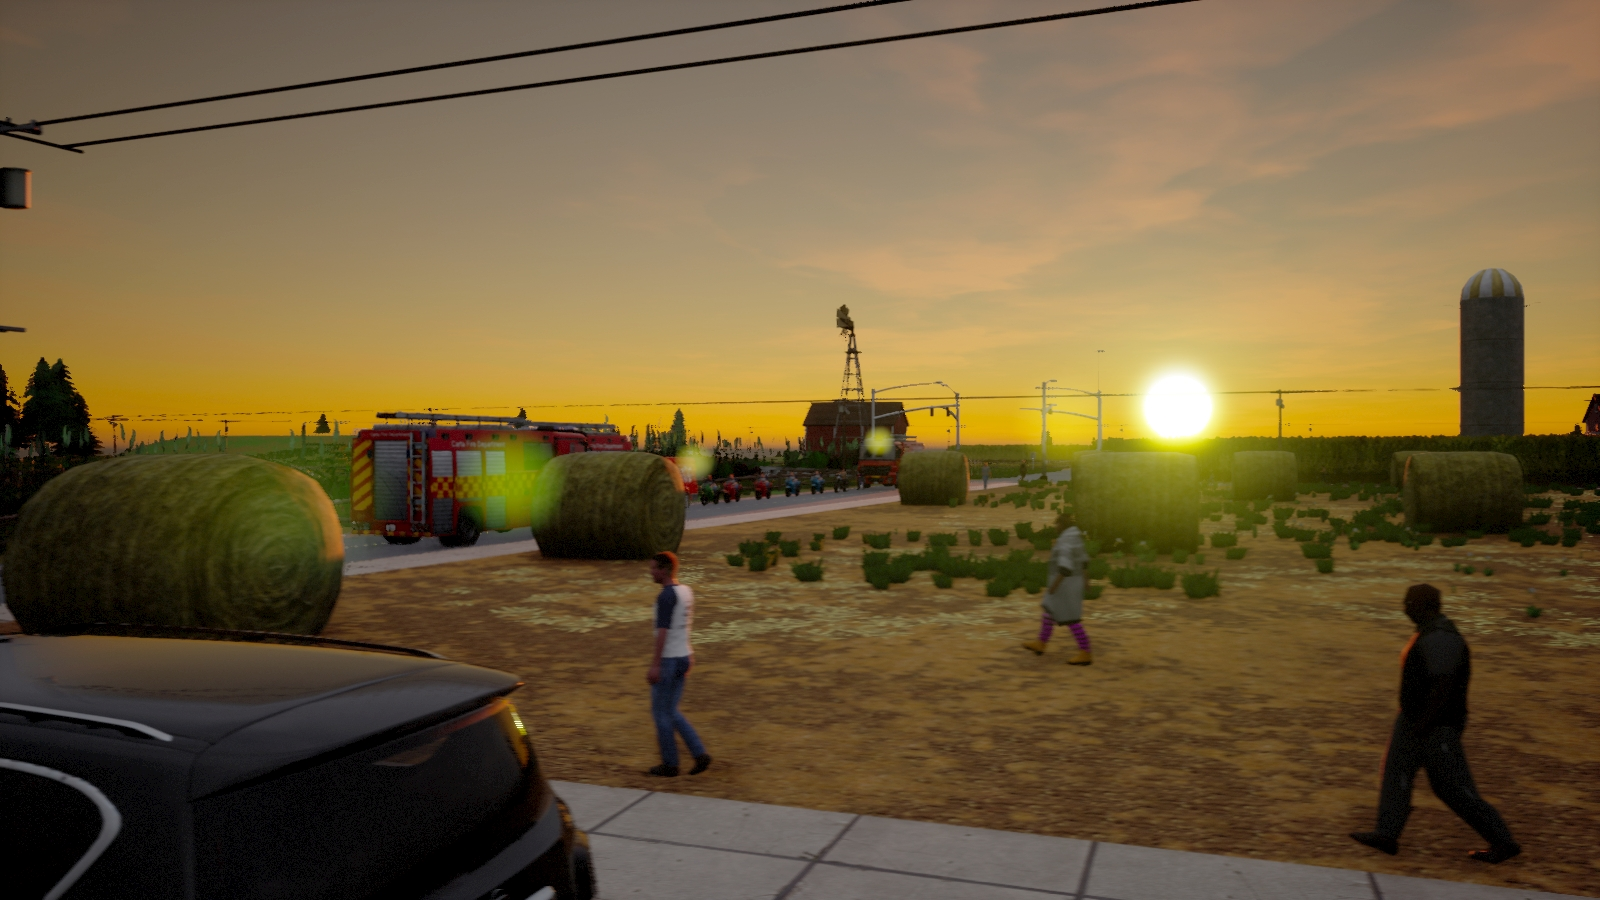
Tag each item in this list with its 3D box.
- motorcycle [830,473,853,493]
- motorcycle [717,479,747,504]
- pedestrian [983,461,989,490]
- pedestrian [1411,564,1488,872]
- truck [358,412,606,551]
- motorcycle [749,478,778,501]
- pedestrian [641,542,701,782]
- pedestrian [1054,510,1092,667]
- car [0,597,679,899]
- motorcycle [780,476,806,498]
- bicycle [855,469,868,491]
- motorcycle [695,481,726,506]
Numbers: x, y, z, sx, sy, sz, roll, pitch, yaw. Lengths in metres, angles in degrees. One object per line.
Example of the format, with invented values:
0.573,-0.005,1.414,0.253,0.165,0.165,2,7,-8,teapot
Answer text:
2.723,2.136,74.697,0.764,1.277,2.356,0,0,23,motorcycle
-3.528,2.152,59.805,0.803,1.199,2.033,0,0,21,motorcycle
12.054,1.663,74.202,0.375,1.860,0.375,0,0,12,pedestrian
4.164,1.689,7.337,0.375,1.860,0.375,0,0,21,pedestrian
-9.626,0.856,35.892,2.891,3.827,8.468,0,0,22,truck
-2.017,2.152,63.299,0.803,1.199,2.033,0,0,23,motorcycle
-1.039,1.692,9.249,0.375,1.860,0.375,0,0,15,pedestrian
3.344,1.677,13.994,0.375,1.860,0.375,0,0,26,pedestrian
-3.473,1.781,4.501,5.566,2.045,2.150,0,0,19,car
-0.421,2.152,67.125,0.803,1.199,2.033,0,0,23,motorcycle
4.228,2.026,78.522,0.329,1.471,1.835,0,0,22,bicycle
-4.468,2.153,57.053,0.803,1.199,2.033,0,0,20,motorcycle
